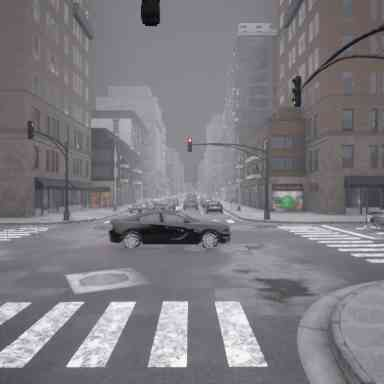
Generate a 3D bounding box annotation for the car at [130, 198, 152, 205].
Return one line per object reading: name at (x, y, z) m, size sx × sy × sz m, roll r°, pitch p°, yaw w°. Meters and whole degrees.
car at (-5.661, 1.478, 36.097) m, size 1.967 × 1.590 × 4.097 m, roll 0°, pitch 0°, yaw 0°

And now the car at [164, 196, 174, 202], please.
car at (-5.574, 1.690, 80.183) m, size 2.008 × 1.369 × 4.403 m, roll 0°, pitch 0°, yaw 0°

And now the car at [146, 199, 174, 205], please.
car at (-3.129, 1.635, 33.460) m, size 1.895 × 1.301 × 4.718 m, roll 0°, pitch 0°, yaw 0°

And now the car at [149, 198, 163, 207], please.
car at (-5.628, 1.650, 52.629) m, size 1.802 × 1.307 × 4.206 m, roll 0°, pitch 0°, yaw 0°

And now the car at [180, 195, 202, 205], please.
car at (-0.162, 1.544, 44.726) m, size 2.128 × 1.511 × 4.902 m, roll 0°, pitch 0°, yaw 0°

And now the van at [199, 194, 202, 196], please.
van at (2.408, 1.421, 58.125) m, size 1.690 × 1.788 × 3.998 m, roll 0°, pitch 0°, yaw 0°

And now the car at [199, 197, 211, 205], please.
car at (2.418, 1.644, 63.635) m, size 2.008 × 1.369 × 4.403 m, roll 0°, pitch 0°, yaw 0°

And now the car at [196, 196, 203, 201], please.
car at (2.061, 1.693, 90.050) m, size 1.812 × 1.442 × 4.674 m, roll 0°, pitch 0°, yaw 0°

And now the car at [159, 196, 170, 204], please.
car at (-5.596, 1.548, 69.162) m, size 1.967 × 1.590 × 4.097 m, roll 0°, pitch 0°, yaw 0°

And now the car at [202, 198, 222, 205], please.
car at (2.364, 1.604, 36.081) m, size 1.947 × 1.339 × 4.313 m, roll 0°, pitch 0°, yaw 0°

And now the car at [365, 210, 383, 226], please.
car at (13.384, 1.441, 20.591) m, size 4.902 × 1.511 × 2.128 m, roll 0°, pitch 0°, yaw 0°

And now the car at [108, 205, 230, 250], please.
car at (-0.924, 1.476, 13.846) m, size 5.008 × 1.535 × 1.882 m, roll 0°, pitch 0°, yaw 0°

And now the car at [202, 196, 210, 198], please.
car at (2.386, 1.639, 47.103) m, size 1.802 × 1.307 × 4.206 m, roll 0°, pitch 0°, yaw 0°

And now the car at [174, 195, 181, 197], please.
car at (-3.078, 1.633, 53.397) m, size 1.994 × 1.385 × 4.181 m, roll 0°, pitch 0°, yaw 0°

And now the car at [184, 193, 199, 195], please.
car at (-0.106, 1.330, 68.440) m, size 2.150 × 2.045 × 5.566 m, roll 0°, pitch 0°, yaw 0°

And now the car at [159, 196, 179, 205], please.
car at (-3.105, 1.614, 43.438) m, size 1.994 × 1.385 × 4.181 m, roll 0°, pitch 0°, yaw 1°

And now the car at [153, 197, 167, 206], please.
car at (-5.617, 1.631, 58.140) m, size 2.008 × 1.369 × 4.403 m, roll 0°, pitch 0°, yaw 0°

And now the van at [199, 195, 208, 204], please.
van at (2.429, 1.449, 69.146) m, size 1.690 × 1.788 × 3.998 m, roll 0°, pitch 0°, yaw 0°
